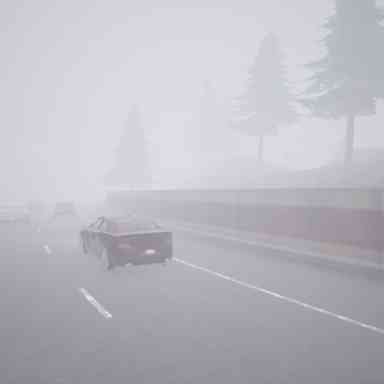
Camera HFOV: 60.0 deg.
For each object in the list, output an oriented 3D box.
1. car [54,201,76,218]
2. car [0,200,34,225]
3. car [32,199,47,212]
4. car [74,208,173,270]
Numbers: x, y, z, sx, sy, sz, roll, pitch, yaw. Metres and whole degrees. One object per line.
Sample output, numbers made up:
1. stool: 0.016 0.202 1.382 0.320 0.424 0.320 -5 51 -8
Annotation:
1. car: -11.672 1.546 30.575 2.033 1.411 5.357 0 0 -21
2. car: -12.691 1.525 23.933 1.812 1.442 4.674 0 0 -23
3. car: -17.771 1.546 37.749 2.033 1.411 5.357 0 0 -17
4. car: -2.403 1.477 11.223 1.882 1.535 5.008 0 0 -31
